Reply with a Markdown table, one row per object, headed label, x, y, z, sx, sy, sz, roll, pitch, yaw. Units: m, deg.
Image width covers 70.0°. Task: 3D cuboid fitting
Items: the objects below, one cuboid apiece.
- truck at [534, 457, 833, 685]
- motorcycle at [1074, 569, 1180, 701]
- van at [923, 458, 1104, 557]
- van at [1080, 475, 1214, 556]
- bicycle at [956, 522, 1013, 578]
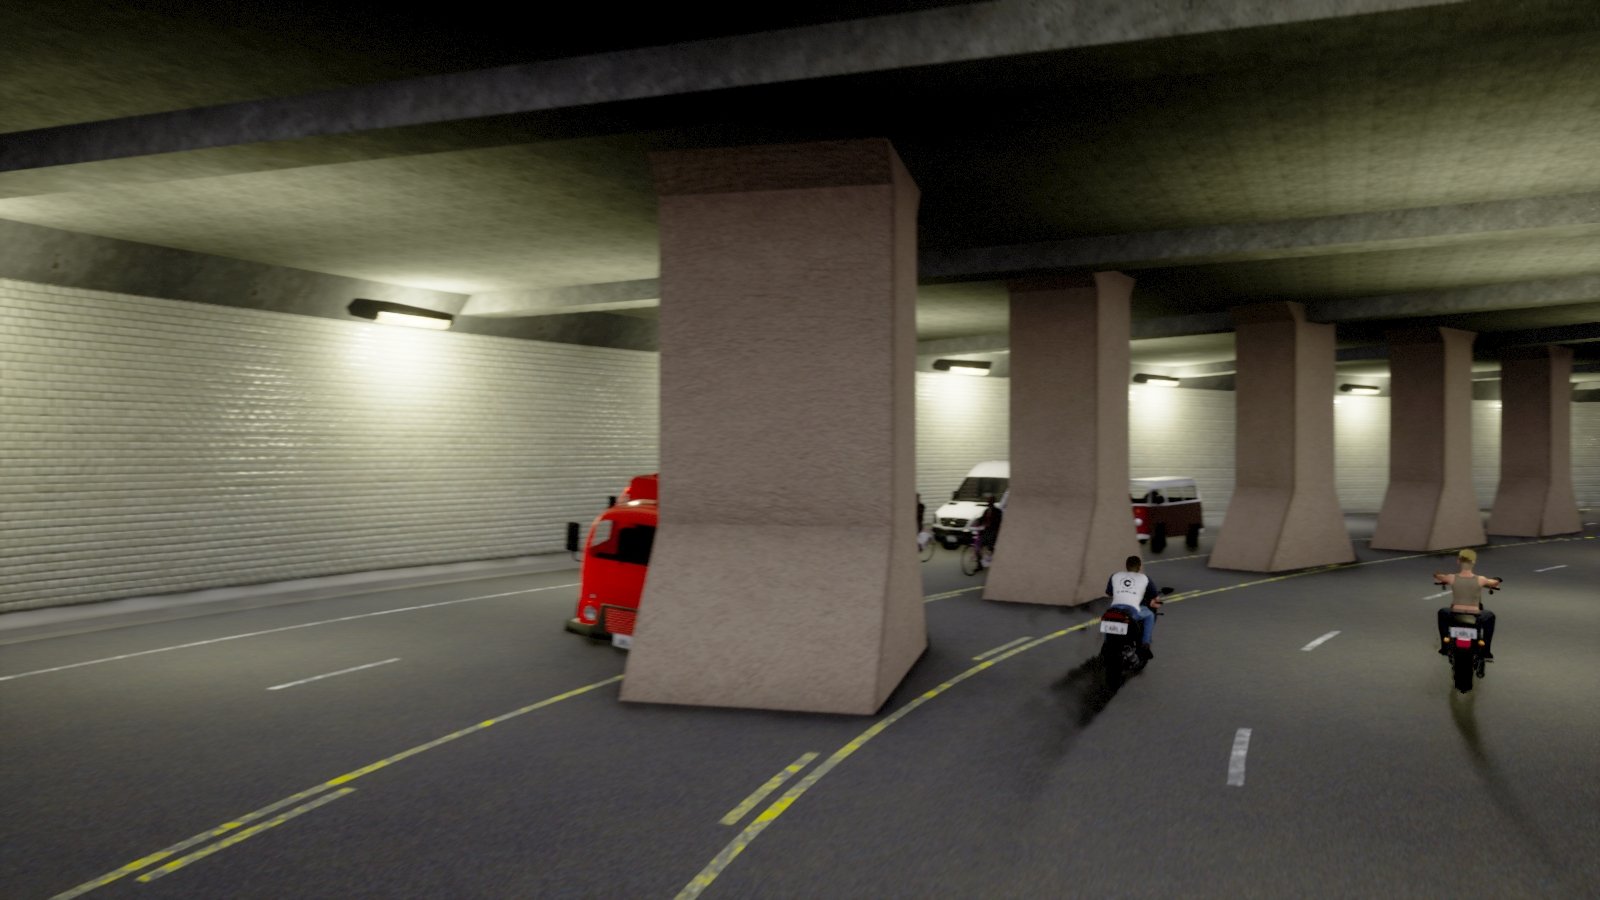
| label | x | y | z | sx | sy | sz | roll | pitch | yaw |
| --- | --- | --- | --- | --- | --- | --- | --- | --- | --- |
| truck | -1.619 | 1.665 | 18.317 | 2.627 | 2.467 | 5.204 | 7 | 6 | 19 |
| motorcycle | 3.997 | 2.179 | 13.840 | 0.803 | 1.224 | 2.033 | 2 | 1 | 28 |
| van | 6.260 | 1.543 | 32.914 | 5.915 | 2.561 | 1.988 | 0 | 0 | -43 |
| van | 9.992 | 1.796 | 32.719 | 2.069 | 2.038 | 4.480 | 0 | 0 | 40 |
| bicycle | 4.169 | 2.239 | 25.720 | 0.329 | 1.126 | 1.835 | 0 | 0 | 42 |
